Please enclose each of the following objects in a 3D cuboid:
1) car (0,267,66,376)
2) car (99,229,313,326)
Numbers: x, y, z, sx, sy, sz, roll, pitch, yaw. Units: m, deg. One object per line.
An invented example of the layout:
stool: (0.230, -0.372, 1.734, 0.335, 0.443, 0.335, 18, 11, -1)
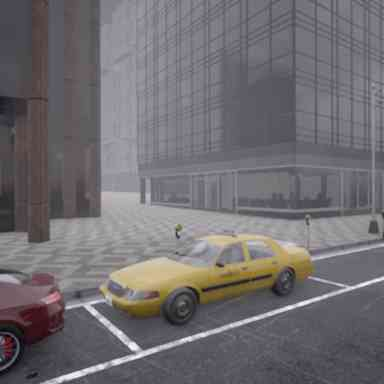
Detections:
car: (-3.746, 1.585, 3.985, 4.206, 1.307, 1.802, 0, 0, -35)
car: (0.557, 1.510, 7.022, 4.829, 1.417, 1.752, 0, 0, -35)
